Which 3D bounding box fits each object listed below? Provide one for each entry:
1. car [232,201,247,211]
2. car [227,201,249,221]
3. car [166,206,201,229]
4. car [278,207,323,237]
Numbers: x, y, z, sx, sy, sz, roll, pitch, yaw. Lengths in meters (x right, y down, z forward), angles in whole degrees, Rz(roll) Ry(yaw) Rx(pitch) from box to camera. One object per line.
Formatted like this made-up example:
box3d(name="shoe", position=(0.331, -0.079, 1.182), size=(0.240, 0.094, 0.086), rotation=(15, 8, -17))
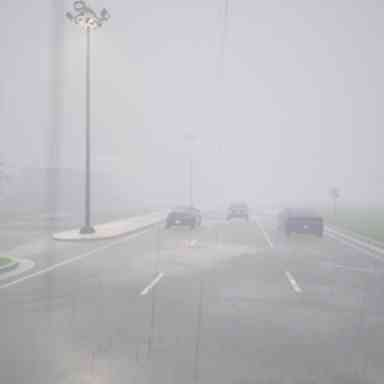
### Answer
box3d(name="car", position=(6.476, 1.858, 45.214), size=(1.895, 1.301, 4.718), rotation=(0, 0, 9))
box3d(name="car", position=(4.094, 1.716, 29.562), size=(2.033, 1.411, 5.357), rotation=(0, 0, 9))
box3d(name="car", position=(-0.509, 1.651, 22.554), size=(1.812, 1.442, 4.674), rotation=(0, 0, 8))
box3d(name="car", position=(6.017, 1.588, 18.874), size=(1.882, 1.535, 5.008), rotation=(0, 0, 8))
